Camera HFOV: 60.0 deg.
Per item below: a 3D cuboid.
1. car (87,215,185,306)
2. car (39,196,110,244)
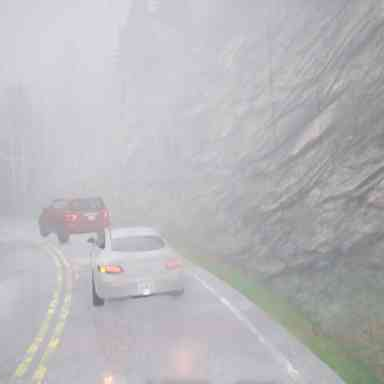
[{"bbox_3d":[-1.498,1.516,8.078,1.812,1.442,4.674,-1,0,-17],"label":"car"},{"bbox_3d":[-6.015,1.266,16.708,2.150,2.045,5.566,-3,1,-37],"label":"car"}]
